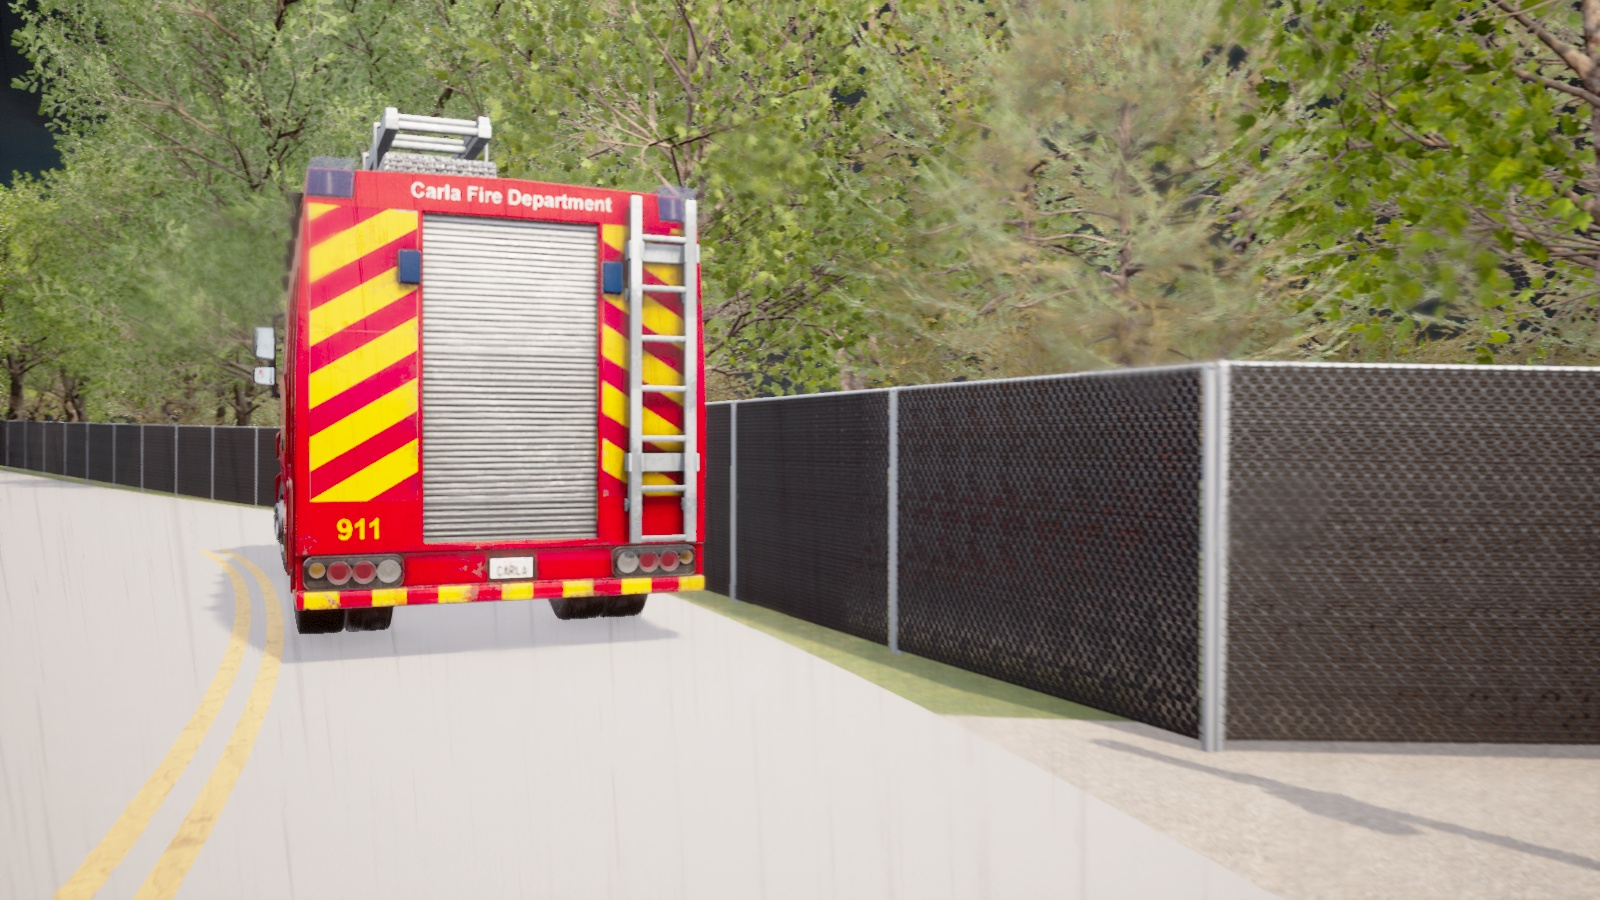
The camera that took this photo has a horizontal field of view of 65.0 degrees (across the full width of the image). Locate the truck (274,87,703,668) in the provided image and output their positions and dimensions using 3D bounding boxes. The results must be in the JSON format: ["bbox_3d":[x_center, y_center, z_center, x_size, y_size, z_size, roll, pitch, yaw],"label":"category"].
[{"bbox_3d":[-3.730,-0.503,12.747,2.891,3.827,8.468,0,0,-23],"label":"truck"}]
